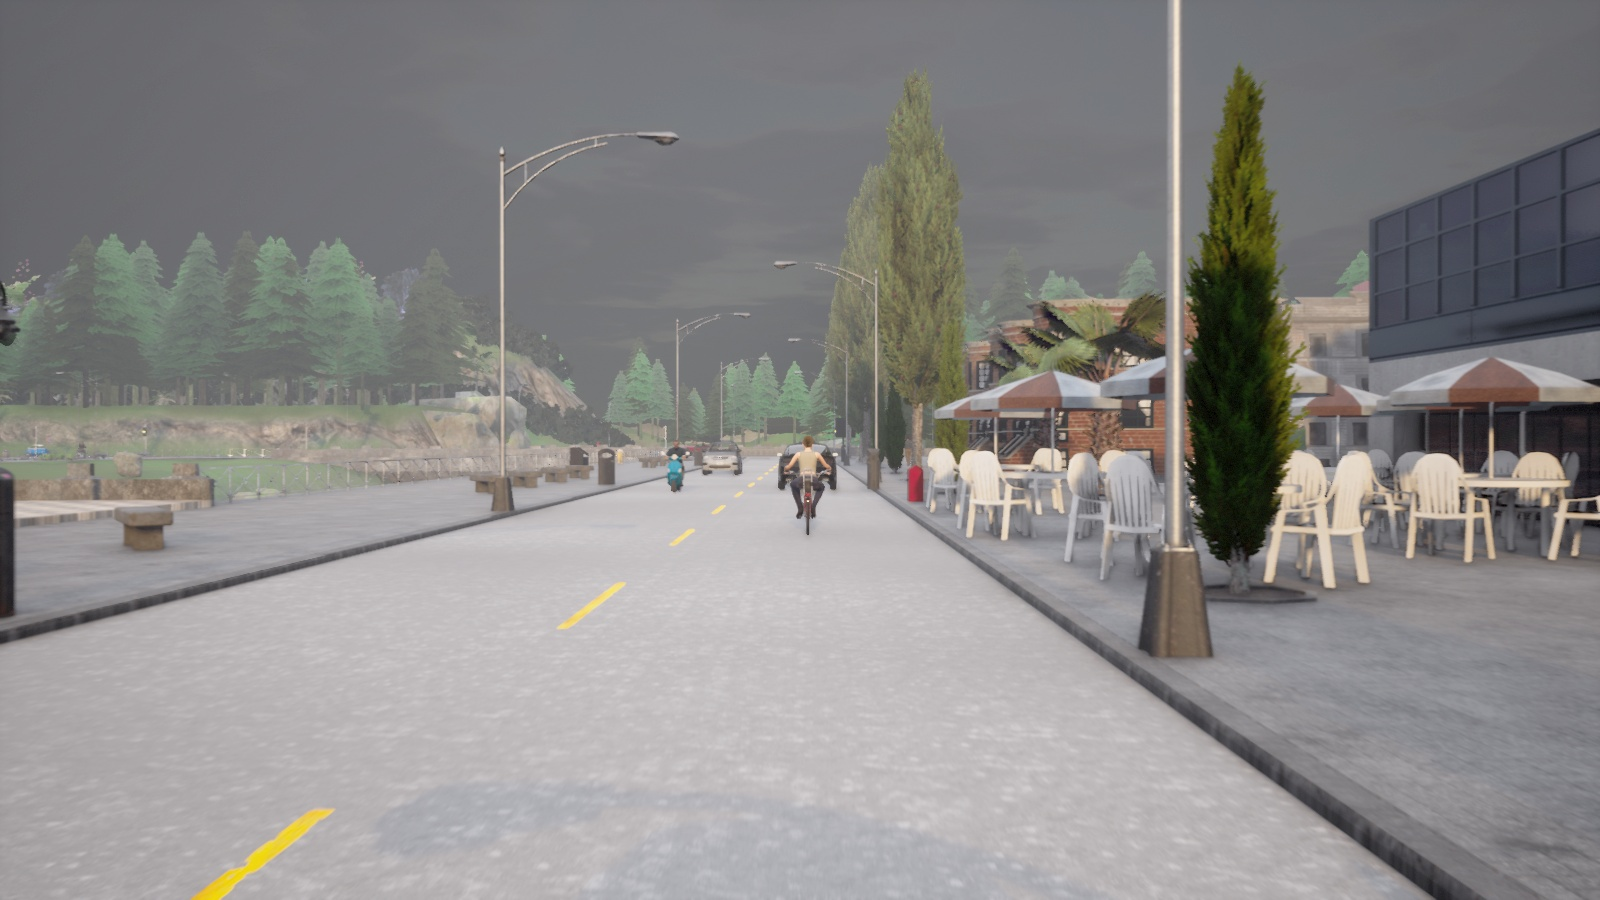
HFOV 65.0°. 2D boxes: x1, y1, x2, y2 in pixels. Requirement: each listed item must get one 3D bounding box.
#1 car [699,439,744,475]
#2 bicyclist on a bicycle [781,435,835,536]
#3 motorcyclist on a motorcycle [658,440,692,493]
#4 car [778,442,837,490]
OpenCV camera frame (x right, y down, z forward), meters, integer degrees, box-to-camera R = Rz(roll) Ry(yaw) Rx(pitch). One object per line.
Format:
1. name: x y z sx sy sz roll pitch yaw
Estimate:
1. car: -3.657 0.309 59.105 1.851 1.617 3.988 0 0 0
2. bicyclist on a bicycle: 0.131 0.565 20.954 0.866 1.612 1.509 0 0 0
3. motorcyclist on a motorcycle: -3.774 0.482 38.050 0.866 1.590 1.817 0 0 0
4. car: 0.248 0.487 42.071 1.882 1.535 5.008 0 0 0
